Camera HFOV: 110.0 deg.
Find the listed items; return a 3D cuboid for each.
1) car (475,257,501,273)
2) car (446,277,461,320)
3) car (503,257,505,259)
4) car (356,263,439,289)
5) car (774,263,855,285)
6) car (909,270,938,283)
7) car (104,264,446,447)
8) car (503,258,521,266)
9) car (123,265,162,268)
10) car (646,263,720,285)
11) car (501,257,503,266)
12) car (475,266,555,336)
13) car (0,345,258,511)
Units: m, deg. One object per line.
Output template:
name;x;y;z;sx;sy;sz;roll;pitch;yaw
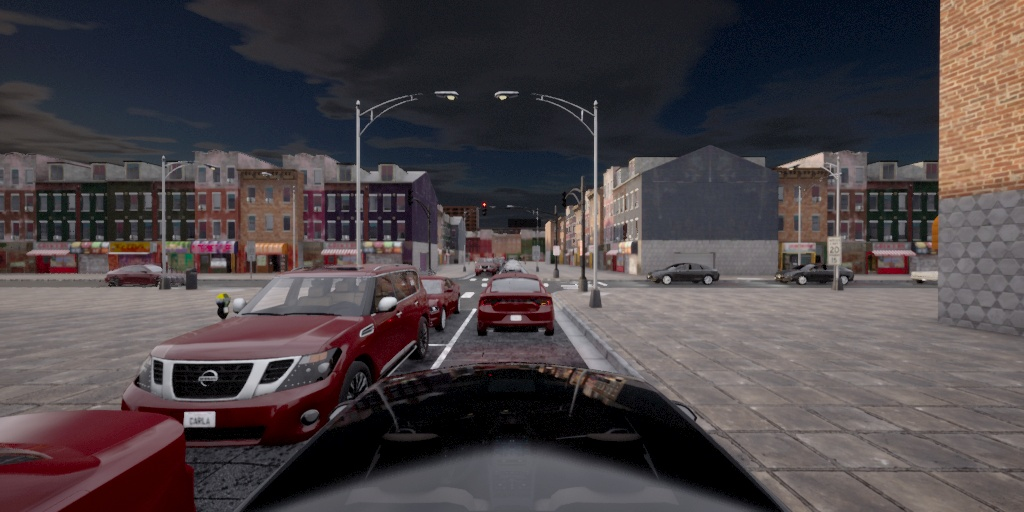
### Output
car;-2.652;1.071;37.392;2.192;1.841;5.009;0;0;0
car;-2.642;1.294;10.983;1.888;1.381;4.507;0;0;0
car;-2.663;1.335;64.526;2.007;1.370;4.403;0;0;0
car;-7.341;1.258;23.407;4.892;1.490;1.837;0;1;-9
car;21.609;1.277;25.745;4.892;1.490;1.837;0;0;0
car;31.770;1.390;25.727;4.718;1.301;1.895;0;0;0
car;-2.640;1.064;5.549;2.192;1.841;5.009;0;0;0
car;0.107;1.289;45.733;1.812;1.442;4.674;0;0;0
car;-23.072;1.268;22.856;4.674;1.442;1.812;0;0;0
car;12.218;1.263;25.758;4.892;1.490;1.837;0;0;0
car;-2.657;1.080;48.246;2.192;1.841;5.009;0;0;0
car;0.093;1.226;10.446;1.882;1.535;5.008;0;0;0
car;-2.638;1.295;0.115;1.888;1.381;4.507;0;0;0
